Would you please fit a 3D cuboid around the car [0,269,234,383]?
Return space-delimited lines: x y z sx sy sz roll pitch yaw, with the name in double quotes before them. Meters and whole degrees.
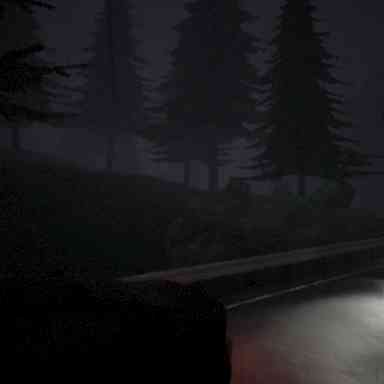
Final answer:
"car" -1.926 1.478 2.602 5.008 1.535 1.882 0 0 -35
